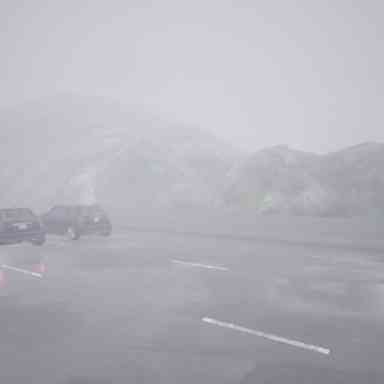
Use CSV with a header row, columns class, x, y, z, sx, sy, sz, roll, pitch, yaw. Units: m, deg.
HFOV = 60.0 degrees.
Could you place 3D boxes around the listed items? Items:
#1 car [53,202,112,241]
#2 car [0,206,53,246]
class,x,y,z,sx,sy,sz,roll,pitch,yaw
car,-6.212,1.363,16.898,4.553,1.767,2.097,0,0,36
car,-8.244,1.363,14.049,4.553,1.767,2.097,0,0,36
